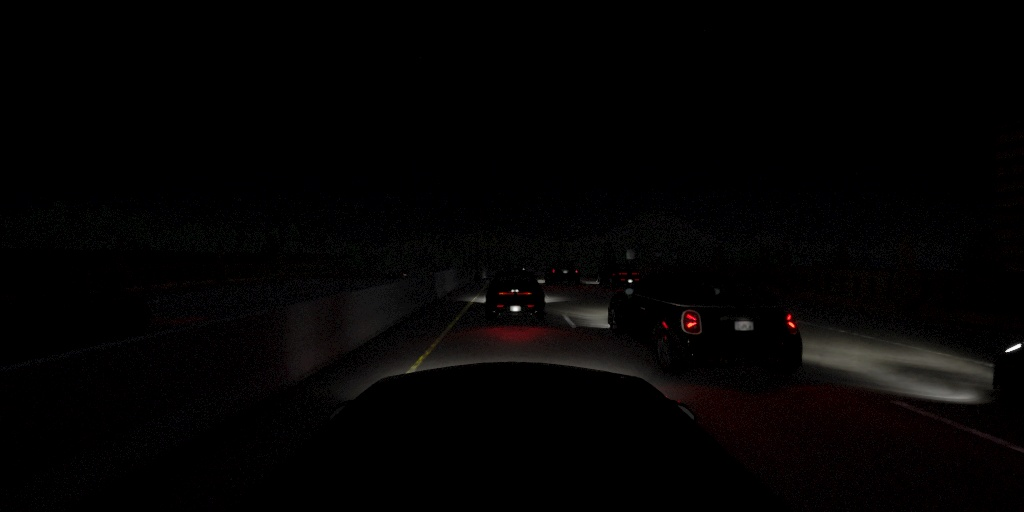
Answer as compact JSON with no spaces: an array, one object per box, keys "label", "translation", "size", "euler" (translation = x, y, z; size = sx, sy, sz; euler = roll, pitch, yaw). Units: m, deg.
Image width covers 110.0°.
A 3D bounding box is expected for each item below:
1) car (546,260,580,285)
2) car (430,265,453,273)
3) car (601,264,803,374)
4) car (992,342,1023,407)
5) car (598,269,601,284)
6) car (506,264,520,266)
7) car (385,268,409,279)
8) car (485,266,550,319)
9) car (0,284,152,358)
[{"label":"car","translation":[3.599,1.115,26.294],"size":[2.097,1.767,4.553],"euler":[0,-1,0]},{"label":"car","translation":[-7.054,1.675,37.062],"size":[2.033,1.411,5.357],"euler":[0,-3,0]},{"label":"car","translation":[3.601,1.101,7.691],"size":[2.097,1.767,4.553],"euler":[0,0,0]},{"label":"car","translation":[7.103,1.102,2.559],"size":[2.097,1.767,4.553],"euler":[0,0,0]},{"label":"car","translation":[7.098,1.252,23.950],"size":[1.837,1.490,4.892],"euler":[0,0,0]},{"label":"car","translation":[0.099,1.411,31.078],"size":[2.033,1.411,5.357],"euler":[0,-2,0]},{"label":"car","translation":[-14.048,2.159,44.155],"size":[1.812,1.442,4.674],"euler":[0,-5,1]},{"label":"car","translation":[0.099,1.252,12.669],"size":[1.837,1.490,4.892],"euler":[0,0,0]},{"label":"car","translation":[-10.599,1.312,7.773],"size":[1.994,1.385,4.181],"euler":[0,0,0]}]
